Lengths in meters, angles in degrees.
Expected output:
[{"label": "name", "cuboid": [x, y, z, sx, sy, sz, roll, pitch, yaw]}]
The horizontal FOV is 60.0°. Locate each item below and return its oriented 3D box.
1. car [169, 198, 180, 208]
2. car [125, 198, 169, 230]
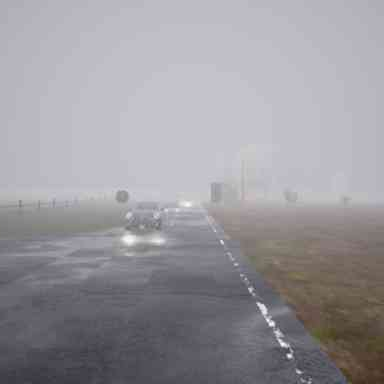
[{"label": "car", "cuboid": [-2.820, 1.512, 46.759, 1.812, 1.442, 4.674, 0, 0, 0]}, {"label": "car", "cuboid": [-2.780, 1.344, 20.721, 2.097, 1.767, 4.553, 0, 0, 0]}]
